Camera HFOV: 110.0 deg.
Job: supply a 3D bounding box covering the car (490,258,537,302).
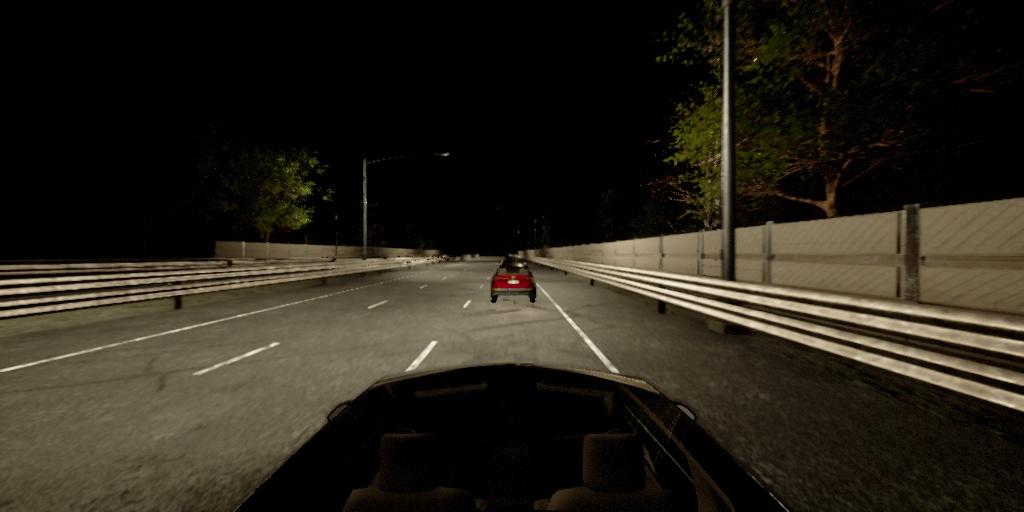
[{"bbox_3d":[0.052,1.073,16.334,2.033,1.649,4.856,0,0,0],"label":"car"}]
